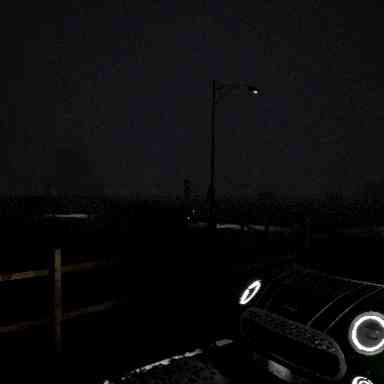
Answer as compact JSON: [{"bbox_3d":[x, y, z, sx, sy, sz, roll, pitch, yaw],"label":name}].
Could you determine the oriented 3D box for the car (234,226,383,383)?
[{"bbox_3d":[2.775,1.352,4.928,4.553,1.767,2.097,0,0,-36],"label":"car"}]

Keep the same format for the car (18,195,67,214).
[{"bbox_3d":[-12.901,1.019,28.653,5.008,1.535,1.882,1,0,31],"label":"car"}]

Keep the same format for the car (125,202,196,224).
[{"bbox_3d":[-2.112,1.311,22.213,4.718,1.301,1.895,1,0,30],"label":"car"}]
